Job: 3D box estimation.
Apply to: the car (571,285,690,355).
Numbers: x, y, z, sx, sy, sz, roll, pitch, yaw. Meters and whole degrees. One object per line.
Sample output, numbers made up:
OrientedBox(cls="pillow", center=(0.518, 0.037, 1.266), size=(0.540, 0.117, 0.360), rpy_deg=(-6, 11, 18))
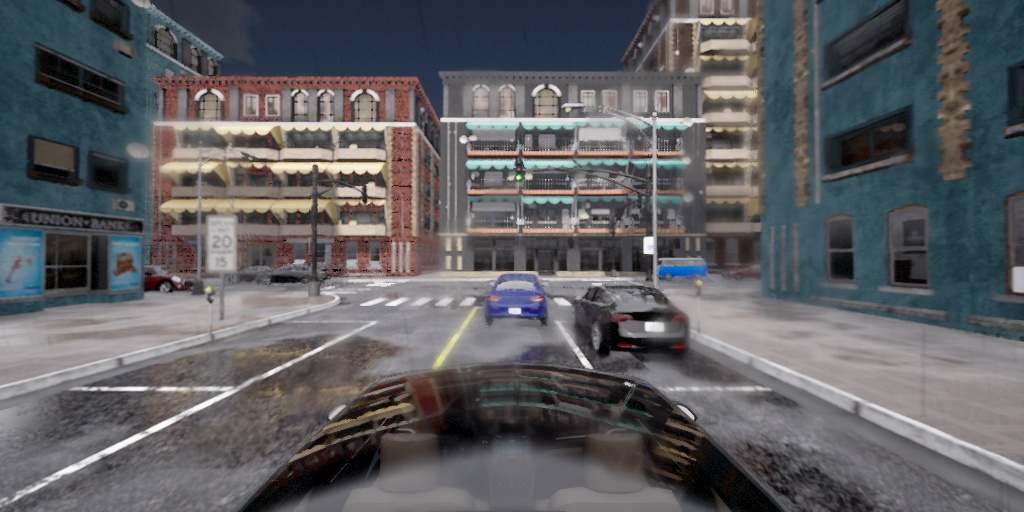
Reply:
OrientedBox(cls="car", center=(2.567, 1.317, 8.549), size=(1.948, 1.339, 4.313), rpy_deg=(0, 0, 0))

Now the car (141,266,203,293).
OrientedBox(cls="car", center=(-19.650, 1.266, 19.940), size=(4.097, 1.591, 1.967), rpy_deg=(0, 0, 0))

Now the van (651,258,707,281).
OrientedBox(cls="van", center=(13.093, 1.046, 28.117), size=(3.998, 1.789, 1.690), rpy_deg=(0, 0, 0))

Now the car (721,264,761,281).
OrientedBox(cls="car", center=(18.734, 1.253, 28.146), size=(4.207, 1.307, 1.802), rpy_deg=(0, 0, 0))

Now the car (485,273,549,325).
OrientedBox(cls="car", center=(0.223, 1.277, 11.701), size=(1.812, 1.442, 4.674), rpy_deg=(0, 0, 4))

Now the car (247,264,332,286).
OrientedBox(cls="car", center=(-15.425, 1.351, 25.478), size=(4.902, 1.511, 2.128), rpy_deg=(0, -1, 1))

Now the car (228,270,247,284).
OrientedBox(cls="car", center=(-19.692, 1.466, 28.079), size=(4.403, 1.370, 2.007), rpy_deg=(0, 0, 0))
